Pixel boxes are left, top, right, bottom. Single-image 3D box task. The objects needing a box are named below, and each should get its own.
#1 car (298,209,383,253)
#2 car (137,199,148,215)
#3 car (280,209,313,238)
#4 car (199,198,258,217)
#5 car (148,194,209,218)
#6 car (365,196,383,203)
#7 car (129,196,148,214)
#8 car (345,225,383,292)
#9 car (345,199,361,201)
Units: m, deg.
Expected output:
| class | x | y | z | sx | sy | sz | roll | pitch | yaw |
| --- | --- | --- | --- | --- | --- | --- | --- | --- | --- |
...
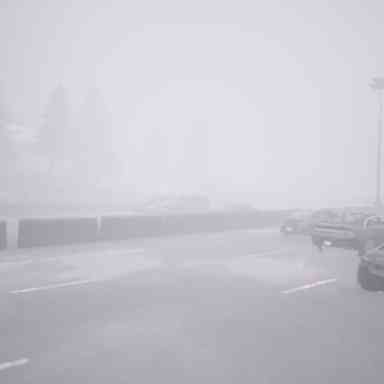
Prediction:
| class | x | y | z | sx | sy | sz | roll | pitch | yaw |
| --- | --- | --- | --- | --- | --- | --- | --- | --- | --- |
| car | 6.593 | 1.541 | 12.751 | 4.902 | 1.511 | 2.128 | 0 | 0 | -36 |
| car | -2.741 | 1.627 | 32.131 | 4.181 | 1.385 | 1.994 | 0 | 0 | -35 |
| car | 6.443 | 1.584 | 16.942 | 4.674 | 1.442 | 1.812 | 0 | 0 | -36 |
| car | 3.388 | 1.551 | 27.905 | 5.008 | 1.535 | 1.882 | 0 | 0 | -35 |
| car | -0.700 | 1.285 | 29.291 | 5.566 | 2.045 | 2.150 | 0 | 0 | -35 |
| car | 31.221 | 1.427 | 56.243 | 5.008 | 1.535 | 1.882 | 1 | 0 | -36 |
| car | -3.921 | 1.289 | 35.590 | 5.566 | 2.045 | 2.150 | 0 | 0 | -35 |
| car | 5.759 | 1.600 | 7.856 | 4.181 | 1.385 | 1.994 | 0 | 0 | -36 |
| car | 29.192 | 1.386 | 59.095 | 5.357 | 1.411 | 2.033 | 1 | 0 | -36 |
